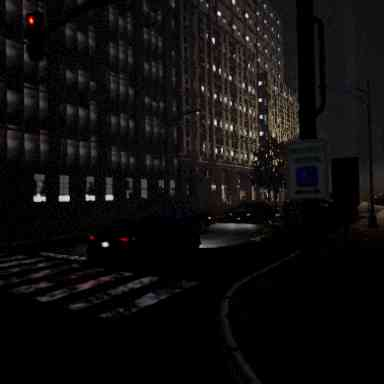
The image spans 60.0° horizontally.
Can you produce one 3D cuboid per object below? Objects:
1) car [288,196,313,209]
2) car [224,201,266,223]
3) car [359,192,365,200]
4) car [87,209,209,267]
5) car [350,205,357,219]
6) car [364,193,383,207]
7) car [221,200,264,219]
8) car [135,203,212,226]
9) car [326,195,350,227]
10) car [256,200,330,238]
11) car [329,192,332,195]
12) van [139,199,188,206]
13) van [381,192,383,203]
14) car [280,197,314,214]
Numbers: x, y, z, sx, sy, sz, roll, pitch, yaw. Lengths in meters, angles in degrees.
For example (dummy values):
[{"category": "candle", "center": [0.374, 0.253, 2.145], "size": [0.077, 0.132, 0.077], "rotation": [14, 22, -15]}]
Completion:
[{"category": "car", "center": [14.227, 1.319, 43.356], "size": [1.967, 1.590, 4.097], "rotation": [-2, -1, 35]}, {"category": "car", "center": [4.732, 1.449, 25.132], "size": [2.033, 1.411, 5.357], "rotation": [-2, -1, 35]}, {"category": "car", "center": [42.966, 0.995, 84.694], "size": [2.192, 1.841, 5.009], "rotation": [-2, -1, 35]}, {"category": "car", "center": [-1.415, 1.456, 11.137], "size": [1.994, 1.385, 4.181], "rotation": [-2, -1, 31]}, {"category": "car", "center": [11.290, 1.315, 25.074], "size": [1.802, 1.307, 4.206], "rotation": [-2, -1, 35]}, {"category": "car", "center": [24.147, 1.156, 43.547], "size": [1.752, 1.417, 4.829], "rotation": [-2, -1, 35]}, {"category": "car", "center": [4.552, 1.482, 29.437], "size": [1.752, 1.417, 4.829], "rotation": [-2, -1, 35]}, {"category": "car", "center": [-1.036, 1.499, 16.840], "size": [2.033, 1.411, 5.357], "rotation": [-2, -1, 35]}, {"category": "car", "center": [8.099, 1.200, 20.489], "size": [1.967, 1.590, 4.097], "rotation": [-2, -1, 35]}, {"category": "car", "center": [5.010, 1.313, 16.043], "size": [1.752, 1.417, 4.829], "rotation": [-2, -1, 35]}, {"category": "car", "center": [12.126, 1.000, 30.642], "size": [2.150, 2.045, 5.566], "rotation": [-2, -1, 34]}, {"category": "van", "center": [-1.742, 1.352, 20.393], "size": [1.690, 1.788, 3.998], "rotation": [-2, -1, 35]}, {"category": "van", "center": [33.644, 0.902, 57.141], "size": [1.690, 1.788, 3.998], "rotation": [-2, -1, 35]}, {"category": "car", "center": [10.695, 1.356, 33.687], "size": [1.837, 1.490, 4.892], "rotation": [-2, -1, 35]}]
